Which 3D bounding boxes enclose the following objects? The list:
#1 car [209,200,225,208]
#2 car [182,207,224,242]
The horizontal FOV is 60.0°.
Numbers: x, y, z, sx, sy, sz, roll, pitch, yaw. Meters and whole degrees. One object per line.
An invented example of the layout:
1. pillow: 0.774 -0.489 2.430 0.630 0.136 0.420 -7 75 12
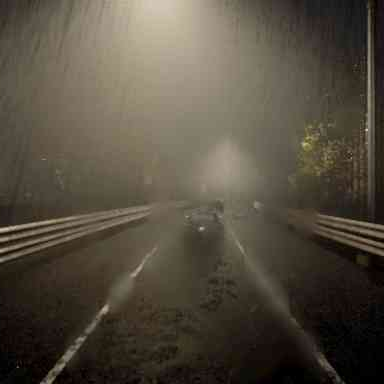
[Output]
1. car: 3.300 1.869 44.359 1.837 1.490 4.892 0 0 8
2. car: 0.612 1.701 17.213 1.994 1.385 4.181 0 0 3
